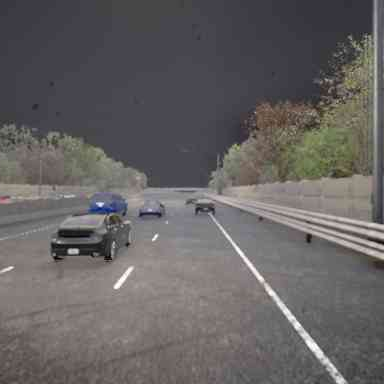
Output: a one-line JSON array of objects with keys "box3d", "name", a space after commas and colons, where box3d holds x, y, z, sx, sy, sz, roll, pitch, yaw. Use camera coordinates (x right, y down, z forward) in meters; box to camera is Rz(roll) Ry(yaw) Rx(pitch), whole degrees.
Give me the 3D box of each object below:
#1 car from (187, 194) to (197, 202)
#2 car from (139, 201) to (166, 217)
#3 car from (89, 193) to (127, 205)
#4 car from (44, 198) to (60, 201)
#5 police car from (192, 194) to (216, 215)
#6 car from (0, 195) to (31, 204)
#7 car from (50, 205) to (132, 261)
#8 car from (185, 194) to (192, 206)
[{"box3d": [-0.019, 1.240, 67.222, 1.837, 1.490, 4.892, 0, 0, 0], "name": "car"}, {"box3d": [-3.405, 1.435, 29.167, 1.994, 1.385, 4.181, 0, 0, 0], "name": "car"}, {"box3d": [-6.911, 1.097, 27.819, 2.150, 2.045, 5.566, 0, 0, 0], "name": "car"}, {"box3d": [-17.597, 1.431, 41.536, 1.895, 1.301, 4.718, 0, 0, 0], "name": "car"}, {"box3d": [1.216, 1.286, 32.439, 1.930, 1.638, 5.238, 0, 0, 0], "name": "police car"}, {"box3d": [-21.101, 1.382, 40.090, 2.033, 1.411, 5.357, 0, 0, 0], "name": "car"}, {"box3d": [-3.403, 1.447, 11.971, 1.837, 1.490, 4.892, 0, 0, 0], "name": "car"}, {"box3d": [-0.014, 1.305, 51.194, 1.837, 1.490, 4.892, 0, 0, 0], "name": "car"}]
